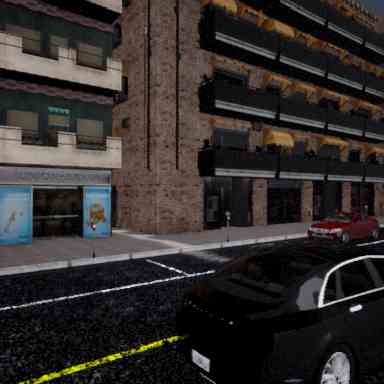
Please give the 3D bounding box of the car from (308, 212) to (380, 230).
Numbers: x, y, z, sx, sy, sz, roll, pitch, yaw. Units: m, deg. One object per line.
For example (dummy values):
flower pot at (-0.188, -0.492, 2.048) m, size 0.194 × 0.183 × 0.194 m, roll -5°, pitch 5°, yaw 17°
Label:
car at (7.172, 1.583, 15.538) m, size 4.206 × 1.307 × 1.802 m, roll 0°, pitch 0°, yaw -35°

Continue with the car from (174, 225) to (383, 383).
car at (2.061, 1.506, 4.903) m, size 4.892 × 1.490 × 1.837 m, roll 0°, pitch 0°, yaw -35°
